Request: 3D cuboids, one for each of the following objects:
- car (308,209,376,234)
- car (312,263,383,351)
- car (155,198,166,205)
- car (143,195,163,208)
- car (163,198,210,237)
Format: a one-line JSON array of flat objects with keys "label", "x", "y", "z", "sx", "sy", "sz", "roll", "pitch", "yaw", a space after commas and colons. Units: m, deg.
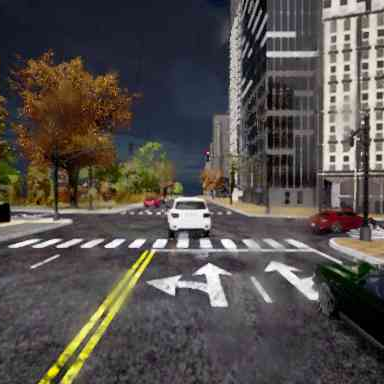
[{"label": "car", "x": 9.739, "y": 1.847, "z": 21.632, "sx": 4.674, "sy": 1.442, "sz": 1.812, "roll": -1, "pitch": 0, "yaw": -21}, {"label": "car", "x": 3.346, "y": 1.629, "z": 4.600, "sx": 1.895, "sy": 1.301, "sz": 4.718, "roll": 0, "pitch": 0, "yaw": 0}, {"label": "car", "x": -6.562, "y": 2.020, "z": 70.011, "sx": 1.994, "sy": 1.385, "sz": 4.181, "roll": 0, "pitch": 0, "yaw": 0}, {"label": "car", "x": -6.603, "y": 1.578, "z": 54.680, "sx": 2.150, "sy": 2.045, "sz": 5.566, "roll": 0, "pitch": -1, "yaw": 1}, {"label": "car", "x": -0.340, "y": 1.342, "z": 19.229, "sx": 2.150, "sy": 2.045, "sz": 5.566, "roll": 0, "pitch": 0, "yaw": -6}]
